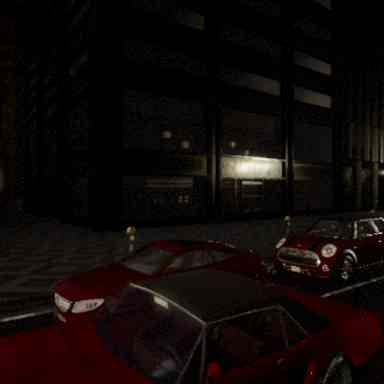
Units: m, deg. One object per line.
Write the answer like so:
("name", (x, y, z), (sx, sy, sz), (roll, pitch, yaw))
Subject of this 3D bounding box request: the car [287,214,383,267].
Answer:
("car", (4.230, 1.411, 9.548), (4.097, 1.590, 1.967), (0, 0, -35))

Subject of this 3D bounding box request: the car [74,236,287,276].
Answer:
("car", (-0.361, 1.572, 6.275), (4.206, 1.307, 1.802), (0, 0, -35))

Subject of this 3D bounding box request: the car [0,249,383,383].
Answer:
("car", (-0.181, 1.595, 3.240), (4.718, 1.301, 1.895), (0, 0, -35))
